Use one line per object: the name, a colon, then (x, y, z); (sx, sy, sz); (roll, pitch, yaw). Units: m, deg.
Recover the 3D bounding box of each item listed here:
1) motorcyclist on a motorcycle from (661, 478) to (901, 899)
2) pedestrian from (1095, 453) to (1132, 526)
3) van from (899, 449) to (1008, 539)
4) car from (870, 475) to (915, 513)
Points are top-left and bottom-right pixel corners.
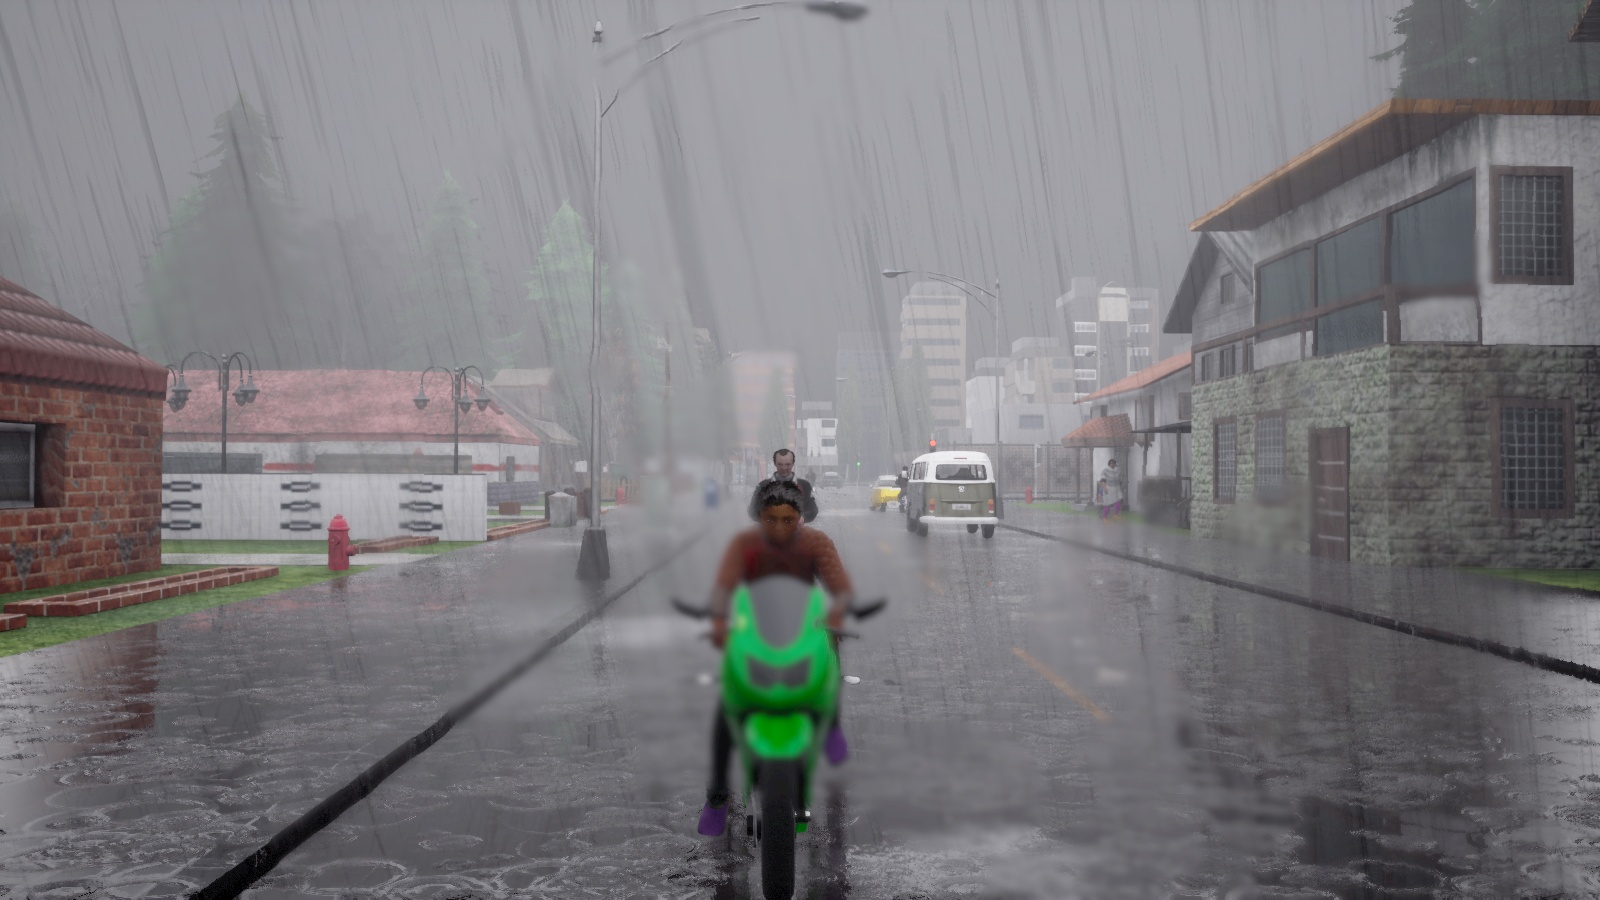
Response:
motorcyclist on a motorcycle: (-0.075, 0.884, 5.210); (0.797, 1.523, 2.044); (0, -1, -1)
pedestrian: (8.525, 1.062, 34.139); (0.659, 1.952, 0.873); (0, -1, -10)
van: (3.661, 1.038, 30.706); (2.069, 2.038, 4.480); (0, -1, -1)
car: (3.493, 1.654, 47.662); (1.481, 1.376, 2.207); (0, -1, -1)
